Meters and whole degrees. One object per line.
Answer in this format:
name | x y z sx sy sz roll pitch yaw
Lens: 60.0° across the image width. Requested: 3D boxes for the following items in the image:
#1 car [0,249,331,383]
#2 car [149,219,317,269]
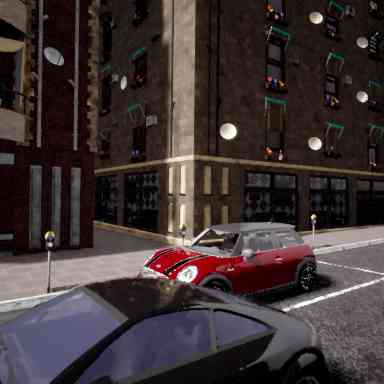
car | -0.693 1.564 2.882 4.181 1.385 1.994 0 0 -35
car | 0.854 1.442 7.300 4.097 1.590 1.967 0 1 -35
